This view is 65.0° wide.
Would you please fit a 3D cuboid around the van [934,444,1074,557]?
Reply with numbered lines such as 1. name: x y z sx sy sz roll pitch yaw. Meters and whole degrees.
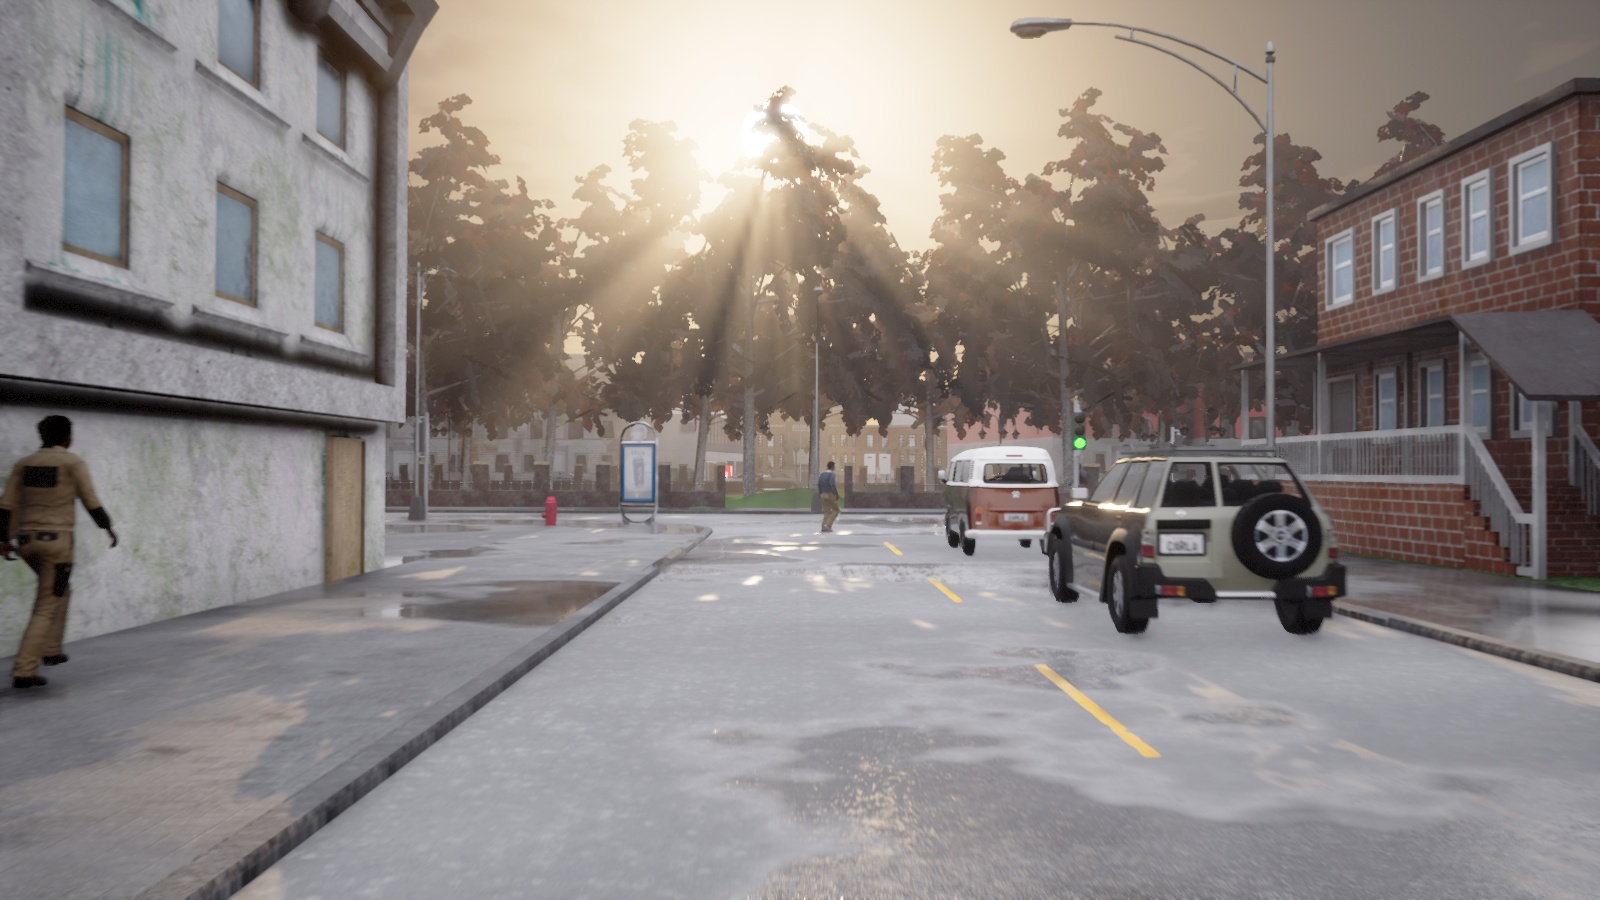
1. van: 3.924 0.943 24.966 2.069 2.038 4.480 0 -1 0

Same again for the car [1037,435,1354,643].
1. car: 3.965 0.841 13.527 1.932 1.855 4.605 0 -1 0

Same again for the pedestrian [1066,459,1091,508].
1. pedestrian: 10.851 1.299 48.894 0.849 1.883 0.563 0 -1 0

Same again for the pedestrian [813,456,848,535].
1. pedestrian: 0.764 1.124 31.222 0.788 1.949 0.423 1 -1 -42

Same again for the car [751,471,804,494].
1. car: -1.561 2.286 88.784 3.705 1.549 1.789 0 -1 0

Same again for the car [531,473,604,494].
1. car: -16.411 2.365 88.724 4.792 1.488 2.163 0 -1 0

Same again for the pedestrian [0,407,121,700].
1. pedestrian: -5.088 0.689 8.650 0.396 1.930 0.692 0 -1 5
